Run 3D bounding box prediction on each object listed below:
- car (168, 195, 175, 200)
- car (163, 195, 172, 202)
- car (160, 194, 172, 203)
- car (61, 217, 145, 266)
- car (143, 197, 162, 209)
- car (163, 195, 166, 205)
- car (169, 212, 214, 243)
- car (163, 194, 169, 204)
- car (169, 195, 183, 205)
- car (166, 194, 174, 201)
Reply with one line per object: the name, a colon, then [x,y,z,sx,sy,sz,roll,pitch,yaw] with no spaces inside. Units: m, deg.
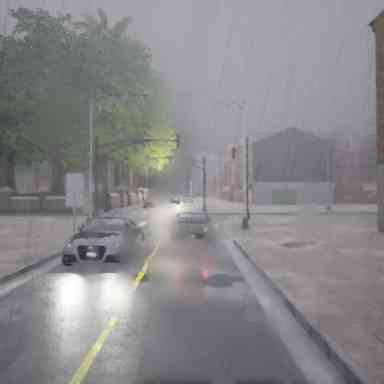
car: [-5.900,1.588,95.069,1.752,1.417,4.829,1,0,0]
car: [-5.765,1.449,78.888,1.967,1.590,4.097,1,0,0]
car: [-5.718,1.311,73.438,2.192,1.841,5.009,1,0,0]
car: [-2.810,1.551,11.333,1.994,1.385,4.181,0,0,0]
car: [-5.514,1.519,44.502,2.008,1.369,4.403,1,0,0]
car: [-5.545,1.520,51.638,2.008,1.369,4.403,1,0,0]
car: [0.026,1.583,15.876,1.895,1.301,4.718,0,0,1]
car: [-5.590,1.538,57.088,1.947,1.339,4.313,1,0,0]
car: [-3.015,1.573,57.501,1.895,1.301,4.718,0,0,0]
car: [-5.855,1.482,89.788,1.967,1.590,4.097,1,0,0]
